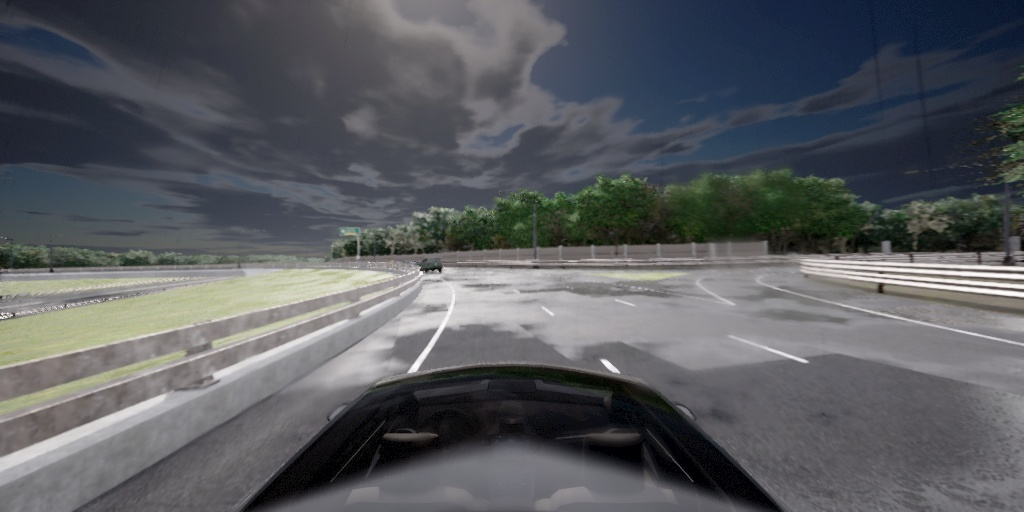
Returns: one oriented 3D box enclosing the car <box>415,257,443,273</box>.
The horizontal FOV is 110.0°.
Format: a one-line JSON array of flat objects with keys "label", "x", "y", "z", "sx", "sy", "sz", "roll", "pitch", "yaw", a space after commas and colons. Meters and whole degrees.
[{"label": "car", "x": -11.181, "y": 1.216, "z": 48.974, "sx": 2.150, "sy": 2.045, "sz": 5.566, "roll": -1, "pitch": 0, "yaw": -29}]
